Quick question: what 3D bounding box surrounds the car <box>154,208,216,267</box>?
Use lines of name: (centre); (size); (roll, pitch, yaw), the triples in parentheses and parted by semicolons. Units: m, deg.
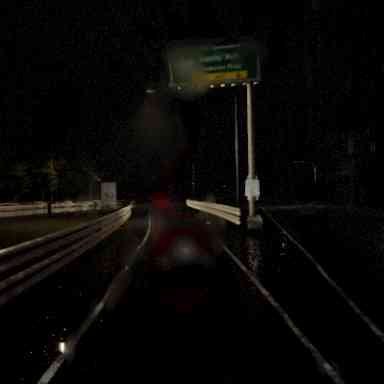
car: (-0.283, 1.536, 11.835); (1.882, 1.535, 5.008); (-1, 0, -3)

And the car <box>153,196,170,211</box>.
car: (-4.352, 1.640, 48.016); (2.150, 2.045, 5.566); (-1, 0, -6)
